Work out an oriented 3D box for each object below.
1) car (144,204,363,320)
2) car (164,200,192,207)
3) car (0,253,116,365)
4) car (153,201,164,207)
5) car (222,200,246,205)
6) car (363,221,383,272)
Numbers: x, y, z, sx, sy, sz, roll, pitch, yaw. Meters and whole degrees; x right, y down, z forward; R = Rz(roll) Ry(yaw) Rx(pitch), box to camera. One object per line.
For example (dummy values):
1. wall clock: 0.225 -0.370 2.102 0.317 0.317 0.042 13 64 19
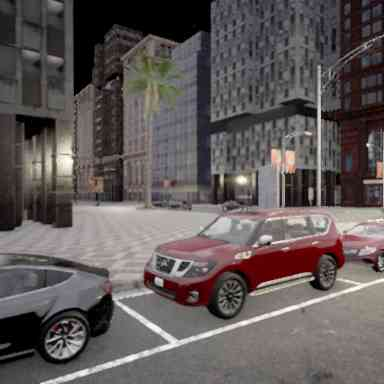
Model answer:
1. car: 1.445 1.335 7.565 5.009 1.841 2.192 0 0 -35
2. car: -1.757 1.985 48.967 1.837 1.490 4.892 0 -1 -34
3. car: -3.146 1.565 4.291 4.313 1.339 1.947 0 0 -35
4. car: -5.160 2.251 59.767 1.895 1.301 4.718 0 -1 -35
5. car: 5.924 1.882 43.534 1.837 1.490 4.892 0 -1 -35
6. car: 6.037 1.625 10.837 4.206 1.307 1.802 0 0 -35
